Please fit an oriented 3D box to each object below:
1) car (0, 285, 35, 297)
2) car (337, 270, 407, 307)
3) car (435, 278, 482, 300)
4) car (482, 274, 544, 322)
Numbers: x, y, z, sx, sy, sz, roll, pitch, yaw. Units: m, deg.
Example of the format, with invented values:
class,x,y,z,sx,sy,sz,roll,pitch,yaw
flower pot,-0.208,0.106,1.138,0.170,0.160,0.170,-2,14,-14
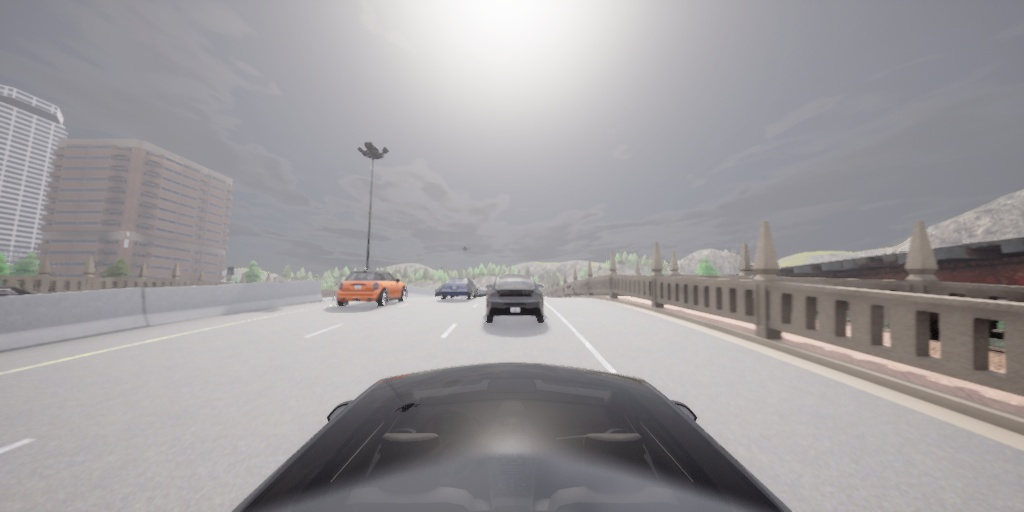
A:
class,x,y,z,sx,sy,sz,roll,pitch,yaw
car,-14.100,1.413,8.819,1.895,1.301,4.718,0,-1,0
car,-6.908,1.543,18.204,2.097,1.767,4.553,0,-3,0
car,-3.409,2.133,23.695,2.033,1.411,5.357,0,-5,0
car,0.096,1.438,13.030,1.837,1.490,4.892,0,-2,0
